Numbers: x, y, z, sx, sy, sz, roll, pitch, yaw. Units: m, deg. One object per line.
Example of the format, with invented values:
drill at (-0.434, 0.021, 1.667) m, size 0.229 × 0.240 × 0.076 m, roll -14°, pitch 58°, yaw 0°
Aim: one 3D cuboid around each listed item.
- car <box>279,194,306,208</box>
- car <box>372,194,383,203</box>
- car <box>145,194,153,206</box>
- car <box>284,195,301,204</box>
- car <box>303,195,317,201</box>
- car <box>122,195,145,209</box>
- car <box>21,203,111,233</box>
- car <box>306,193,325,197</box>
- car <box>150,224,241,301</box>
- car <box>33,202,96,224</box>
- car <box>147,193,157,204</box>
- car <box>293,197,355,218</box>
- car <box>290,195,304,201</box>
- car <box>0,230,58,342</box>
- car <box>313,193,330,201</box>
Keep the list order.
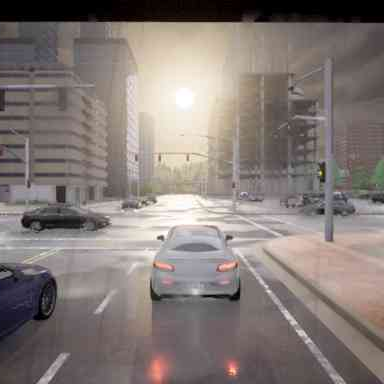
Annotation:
car at (13.077, 1.153, 44.262) m, size 1.932 × 1.855 × 4.605 m, roll 0°, pitch 0°, yaw 0°
car at (35.496, 1.153, 61.866) m, size 1.932 × 1.855 × 4.605 m, roll 0°, pitch 0°, yaw 0°
car at (-8.148, 1.477, 55.261) m, size 1.882 × 1.535 × 5.008 m, roll 0°, pitch 0°, yaw 0°
car at (18.599, 1.395, 61.700) m, size 1.970 × 1.475 × 3.806 m, roll 0°, pitch 0°, yaw 0°
car at (27.194, 1.363, 76.840) m, size 1.784 × 1.438 × 3.905 m, roll 0°, pitch 0°, yaw 0°
car at (-8.074, 1.352, 44.810) m, size 2.097 × 1.767 × 4.553 m, roll 0°, pitch 0°, yaw 0°
car at (-7.187, 1.505, 19.215) m, size 4.892 × 1.490 × 1.837 m, roll 0°, pitch 0°, yaw -1°
car at (15.972, 1.156, 44.221) m, size 1.905 × 1.878 × 3.866 m, roll 0°, pitch 0°, yaw 0°
car at (0.073, 1.526, 8.220) m, size 1.812 × 1.442 × 4.674 m, roll 0°, pitch 0°, yaw 0°
car at (-9.731, 1.563, 25.485) m, size 4.181 × 1.385 × 1.994 m, roll 0°, pitch 0°, yaw -35°
car at (-8.183, 1.221, 65.841) m, size 2.150 × 2.045 × 5.566 m, roll 0°, pitch 0°, yaw -1°
car at (12.107, 1.491, 30.027) m, size 4.902 × 1.511 × 2.128 m, roll 0°, pitch 0°, yaw 0°
car at (24.299, 1.395, 76.827) m, size 1.970 × 1.475 × 3.806 m, roll 0°, pitch 0°, yaw 0°
car at (-3.441, 1.526, 4.346) m, size 1.812 × 1.442 × 4.674 m, roll 0°, pitch 0°, yaw 0°
car at (29.877, 1.153, 76.902) m, size 1.932 × 1.855 × 4.605 m, roll 0°, pitch 0°, yaw 0°
